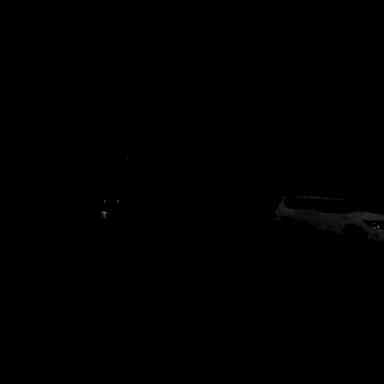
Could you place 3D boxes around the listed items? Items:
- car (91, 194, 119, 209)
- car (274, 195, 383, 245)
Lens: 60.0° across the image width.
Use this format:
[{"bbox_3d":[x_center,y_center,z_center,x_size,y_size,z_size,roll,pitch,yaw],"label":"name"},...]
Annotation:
[{"bbox_3d":[-10.222,1.044,39.048,2.097,1.767,4.553,1,0,-35],"label":"car"},{"bbox_3d":[6.384,1.228,15.441,2.150,2.045,5.566,1,1,-35],"label":"car"}]
